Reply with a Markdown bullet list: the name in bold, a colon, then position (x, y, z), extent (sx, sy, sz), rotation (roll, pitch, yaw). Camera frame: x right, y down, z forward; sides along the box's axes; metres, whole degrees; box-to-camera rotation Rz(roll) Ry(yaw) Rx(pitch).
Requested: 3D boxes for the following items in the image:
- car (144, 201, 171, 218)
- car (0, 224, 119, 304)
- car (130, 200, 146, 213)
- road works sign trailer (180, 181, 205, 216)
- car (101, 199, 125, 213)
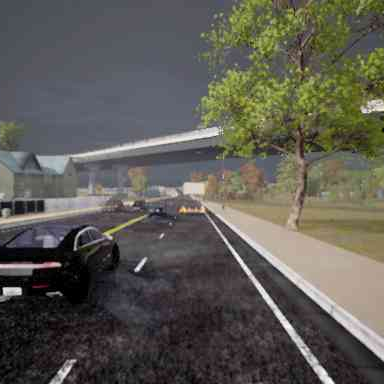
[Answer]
- **car**: position (-3.155, 1.770, 32.998), extent (2.033, 1.411, 5.357), rotation (0, 0, 0)
- **car**: position (-3.152, 1.548, 8.279), extent (2.128, 1.511, 4.902), rotation (0, 0, 0)
- **car**: position (-6.594, 1.793, 42.370), extent (1.837, 1.490, 4.892), rotation (0, 0, 0)
- **road works sign trailer**: position (0.186, 0.673, 35.789), extent (2.380, 3.560, 2.880), rotation (2, 0, -3)
- **car**: position (-9.847, 1.637, 41.747), extent (2.097, 1.767, 4.553), rotation (0, 0, 0)
